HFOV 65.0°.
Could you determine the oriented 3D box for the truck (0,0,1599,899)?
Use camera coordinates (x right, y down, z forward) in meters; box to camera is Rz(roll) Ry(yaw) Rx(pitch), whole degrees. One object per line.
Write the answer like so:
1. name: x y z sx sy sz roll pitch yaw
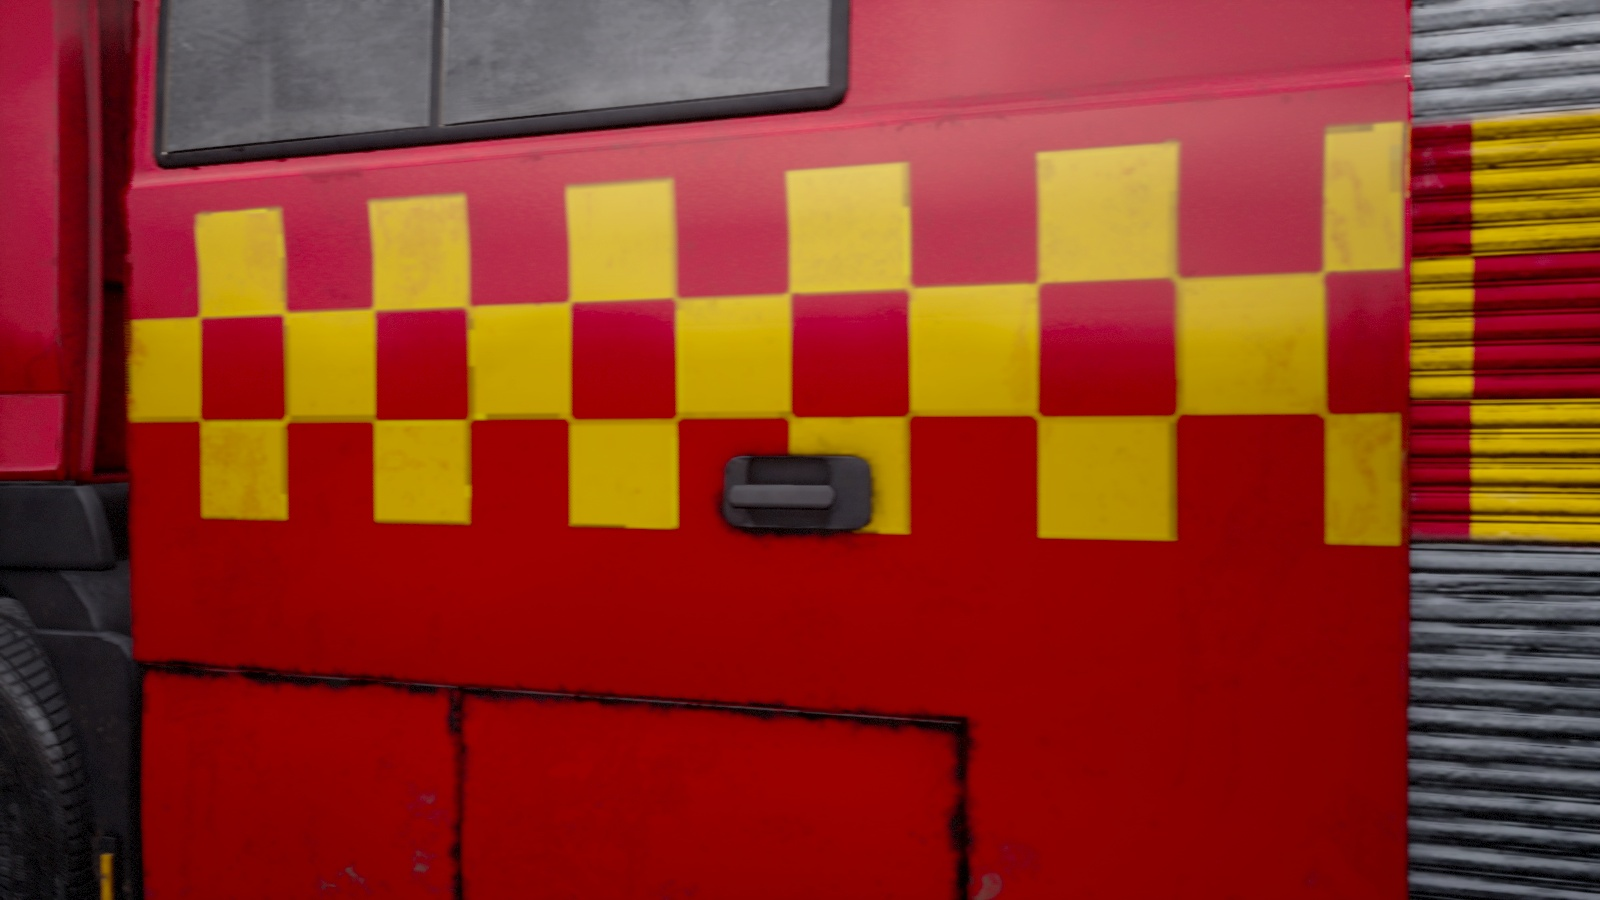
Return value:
1. truck: 0.174 -0.396 3.646 8.468 3.827 2.891 1 1 19
